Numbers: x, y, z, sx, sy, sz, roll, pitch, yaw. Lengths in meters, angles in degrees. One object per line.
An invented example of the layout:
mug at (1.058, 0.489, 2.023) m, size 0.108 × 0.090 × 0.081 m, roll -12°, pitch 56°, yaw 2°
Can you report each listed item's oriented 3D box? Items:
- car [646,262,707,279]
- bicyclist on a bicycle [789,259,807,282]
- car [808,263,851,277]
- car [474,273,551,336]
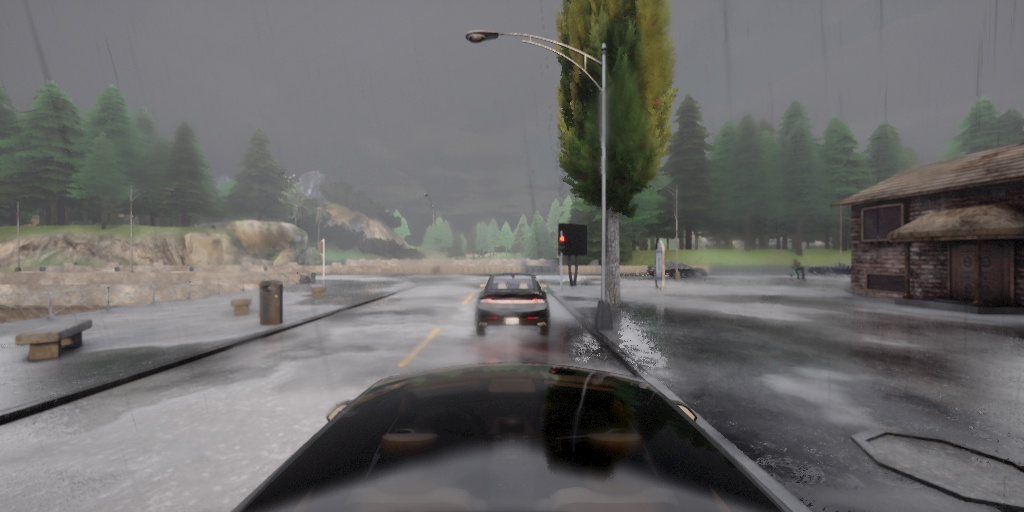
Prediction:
car at (14.030, 1.234, 30.627) m, size 4.892 × 1.490 × 1.837 m, roll 0°, pitch 0°, yaw 1°
bicyclist on a bicycle at (20.957, 1.076, 26.330) m, size 0.582 × 1.620 × 1.656 m, roll -1°, pitch 0°, yaw 0°
car at (31.618, 1.327, 34.734) m, size 4.718 × 1.301 × 1.895 m, roll 0°, pitch 0°, yaw 0°
car at (0.031, 1.235, 10.386) m, size 2.128 × 1.511 × 4.902 m, roll 0°, pitch 0°, yaw 0°
